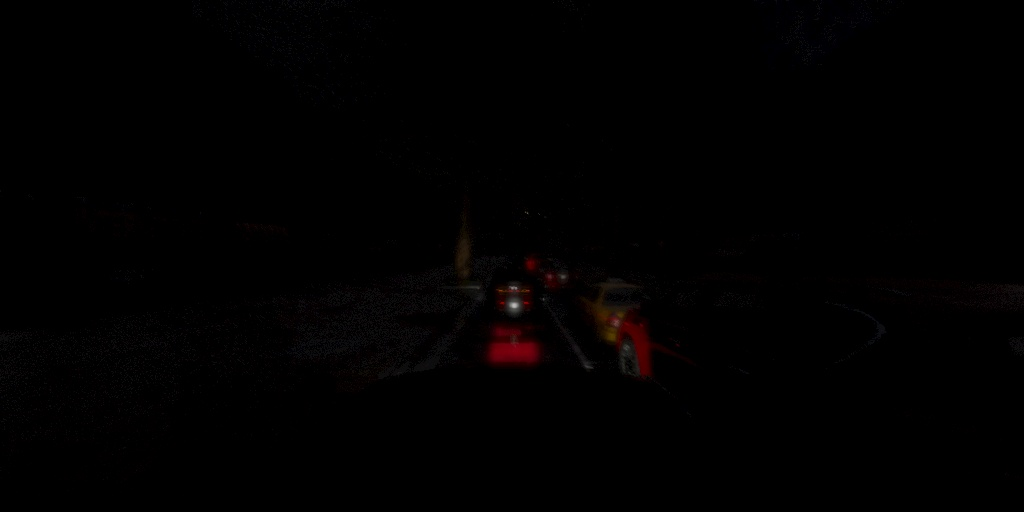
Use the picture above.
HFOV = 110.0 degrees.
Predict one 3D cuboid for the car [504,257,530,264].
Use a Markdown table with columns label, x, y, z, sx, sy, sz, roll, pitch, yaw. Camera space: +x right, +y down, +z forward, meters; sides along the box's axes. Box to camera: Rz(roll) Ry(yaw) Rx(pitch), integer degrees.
| label | x | y | z | sx | sy | sz | roll | pitch | yaw |
| --- | --- | --- | --- | --- | --- | --- | --- | --- | --- |
| car | 0.083 | 1.099 | 29.655 | 2.128 | 1.511 | 4.902 | 0 | 0 | 0 |

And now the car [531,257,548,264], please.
| label | x | y | z | sx | sy | sz | roll | pitch | yaw |
| --- | --- | --- | --- | --- | --- | --- | --- | --- | --- |
| car | 2.636 | 1.071 | 25.798 | 1.967 | 1.591 | 4.097 | 0 | 0 | 0 |

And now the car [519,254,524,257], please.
| label | x | y | z | sx | sy | sz | roll | pitch | yaw |
| --- | --- | --- | --- | --- | --- | --- | --- | --- | --- |
| car | 2.633 | 0.832 | 64.797 | 1.751 | 1.417 | 4.829 | 0 | 0 | 0 |

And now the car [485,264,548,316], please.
| label | x | y | z | sx | sy | sz | roll | pitch | yaw |
| --- | --- | --- | --- | --- | --- | --- | --- | --- | --- |
| car | 0.078 | 1.207 | 13.086 | 1.837 | 1.490 | 4.892 | 0 | 0 | 0 |

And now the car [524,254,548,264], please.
| label | x | y | z | sx | sy | sz | roll | pitch | yaw |
| --- | --- | --- | --- | --- | --- | --- | --- | --- | --- |
| car | 2.747 | 0.778 | 37.596 | 2.150 | 2.045 | 5.566 | 0 | 0 | 0 |

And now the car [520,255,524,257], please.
| label | x | y | z | sx | sy | sz | roll | pitch | yaw |
| --- | --- | --- | --- | --- | --- | --- | --- | --- | --- |
| car | 2.634 | 0.930 | 59.081 | 1.948 | 1.339 | 4.313 | 0 | 0 | 0 |

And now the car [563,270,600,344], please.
| label | x | y | z | sx | sy | sz | roll | pitch | yaw |
| --- | --- | --- | --- | --- | --- | --- | --- | --- | --- |
| car | 2.637 | 1.246 | 9.327 | 1.751 | 1.417 | 4.829 | 0 | 0 | 0 |

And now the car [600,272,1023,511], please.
| label | x | y | z | sx | sy | sz | roll | pitch | yaw |
| --- | --- | --- | --- | --- | --- | --- | --- | --- | --- |
| car | 2.637 | 1.059 | 3.608 | 2.192 | 1.841 | 5.009 | 0 | 0 | 0 |

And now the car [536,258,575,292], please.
| label | x | y | z | sx | sy | sz | roll | pitch | yaw |
| --- | --- | --- | --- | --- | --- | --- | --- | --- | --- |
| car | 2.636 | 1.104 | 20.251 | 1.967 | 1.591 | 4.097 | 0 | 0 | 0 |
